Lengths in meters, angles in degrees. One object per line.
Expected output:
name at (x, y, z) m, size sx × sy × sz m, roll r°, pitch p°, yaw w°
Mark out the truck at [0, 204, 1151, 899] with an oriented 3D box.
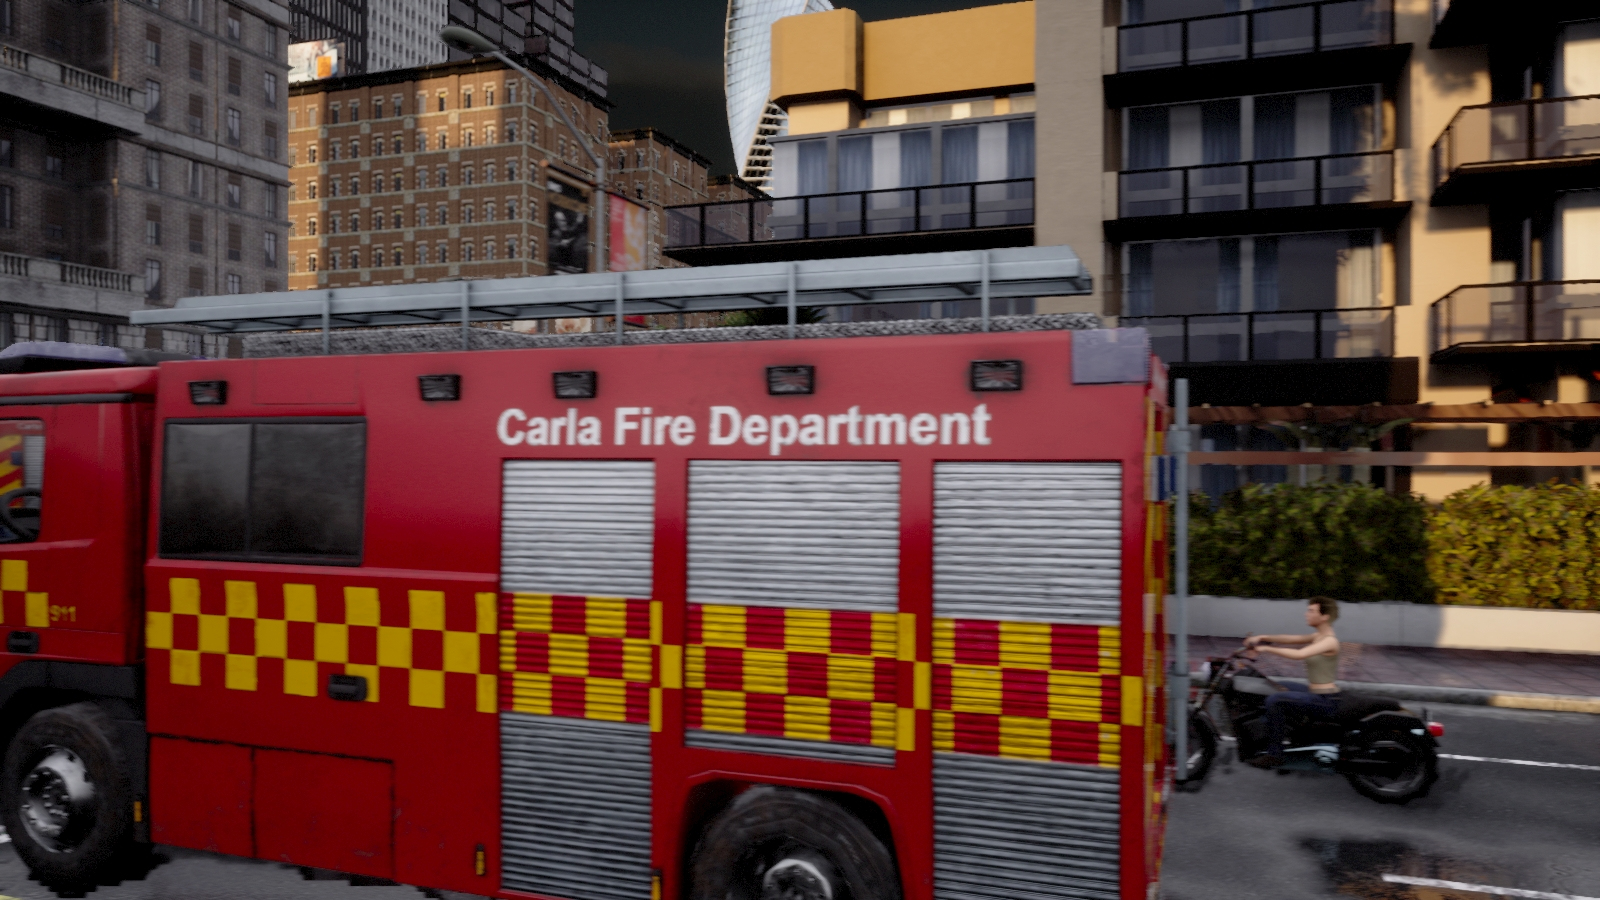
truck at (-2.181, 0.891, 7.548) m, size 8.468 × 3.827 × 2.891 m, roll 0°, pitch 0°, yaw 20°
